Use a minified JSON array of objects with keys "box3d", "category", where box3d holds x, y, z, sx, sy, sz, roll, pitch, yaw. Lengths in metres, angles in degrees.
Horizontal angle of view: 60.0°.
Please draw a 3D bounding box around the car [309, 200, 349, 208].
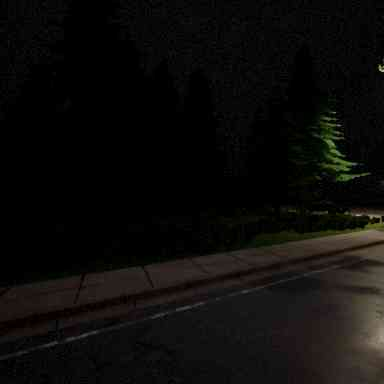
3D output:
[{"box3d":[13.652,1.576,34.912,2.033,1.411,5.357,0,0,-38],"category":"car"}]
